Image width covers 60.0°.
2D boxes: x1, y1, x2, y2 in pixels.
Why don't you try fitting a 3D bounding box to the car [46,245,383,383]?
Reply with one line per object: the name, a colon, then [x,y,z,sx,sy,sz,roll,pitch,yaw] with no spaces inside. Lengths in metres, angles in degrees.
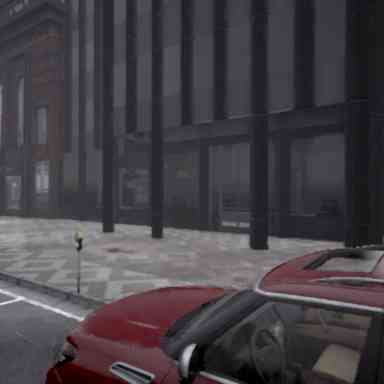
car: [1.185,1.315,2.114,5.009,1.841,2.192,0,0,35]
